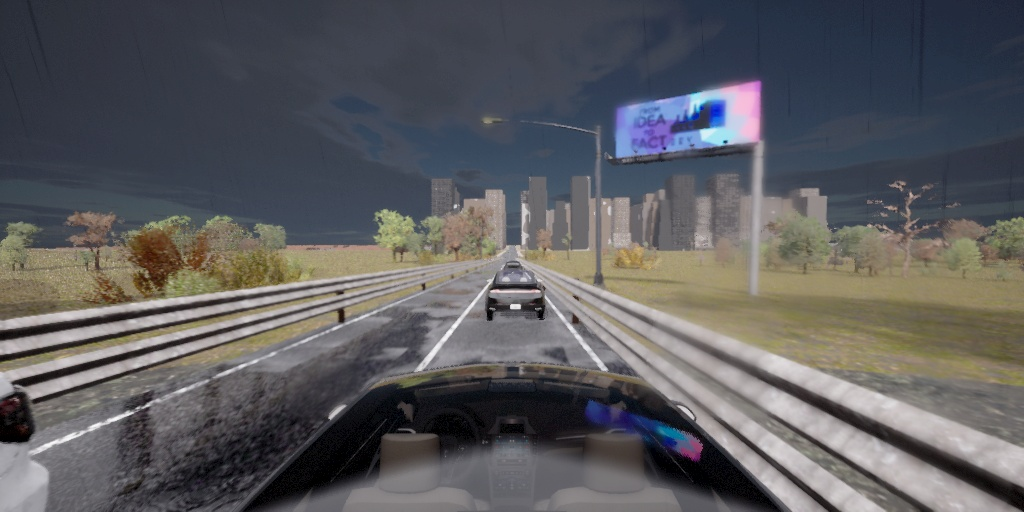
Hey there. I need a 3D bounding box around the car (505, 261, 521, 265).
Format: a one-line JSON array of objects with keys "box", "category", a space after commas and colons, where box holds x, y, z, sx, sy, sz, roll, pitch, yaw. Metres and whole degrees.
[{"box": [0.108, 1.243, 34.526, 1.837, 1.490, 4.892, 0, 0, 0], "category": "car"}]

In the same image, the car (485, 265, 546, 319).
[{"box": [0.103, 1.238, 12.691, 2.128, 1.511, 4.902, 0, 0, 0], "category": "car"}]
